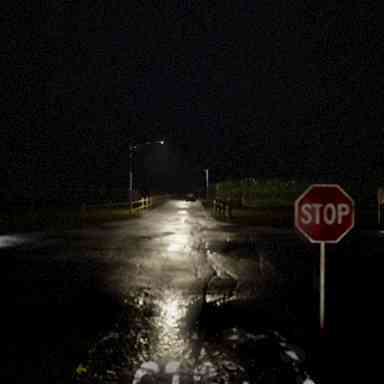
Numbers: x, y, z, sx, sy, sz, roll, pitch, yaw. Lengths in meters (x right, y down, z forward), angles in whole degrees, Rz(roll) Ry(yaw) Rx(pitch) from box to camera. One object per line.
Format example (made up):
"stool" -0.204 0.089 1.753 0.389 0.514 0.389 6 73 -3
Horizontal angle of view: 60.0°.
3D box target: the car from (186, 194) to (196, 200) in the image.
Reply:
"car" -0.240 1.100 74.045 1.994 1.385 4.181 0 0 0

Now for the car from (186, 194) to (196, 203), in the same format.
"car" -0.208 1.361 64.072 1.895 1.301 4.718 0 0 0
